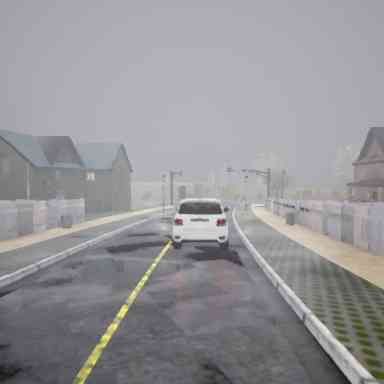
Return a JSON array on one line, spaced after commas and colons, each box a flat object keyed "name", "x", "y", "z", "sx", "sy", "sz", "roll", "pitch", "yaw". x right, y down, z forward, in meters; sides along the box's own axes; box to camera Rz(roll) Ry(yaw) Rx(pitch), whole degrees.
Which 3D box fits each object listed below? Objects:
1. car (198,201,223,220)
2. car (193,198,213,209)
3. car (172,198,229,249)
[{"name": "car", "x": 1.714, "y": 1.591, "z": 29.444, "sx": 1.994, "sy": 1.385, "sz": 4.181, "roll": 0, "pitch": 0, "yaw": 7}, {"name": "car", "x": 1.671, "y": 1.652, "z": 47.649, "sx": 2.033, "sy": 1.411, "sz": 5.357, "roll": 0, "pitch": 0, "yaw": 11}, {"name": "car", "x": 0.431, "y": 1.255, "z": 14.593, "sx": 2.150, "sy": 2.045, "sz": 5.566, "roll": 0, "pitch": 0, "yaw": 3}]
